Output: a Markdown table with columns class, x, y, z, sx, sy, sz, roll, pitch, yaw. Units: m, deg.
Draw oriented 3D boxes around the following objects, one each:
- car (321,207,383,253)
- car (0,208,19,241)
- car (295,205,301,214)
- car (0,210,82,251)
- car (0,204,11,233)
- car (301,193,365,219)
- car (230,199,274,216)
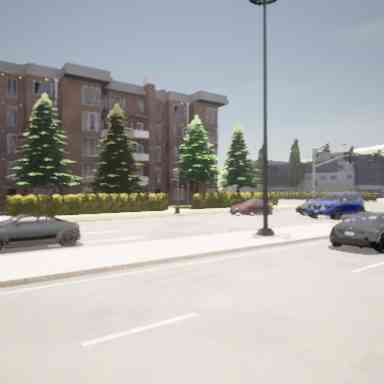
| class | x | y | z | sx | sy | sz | roll | pitch | yaw |
| --- | --- | --- | --- | --- | --- | --- | --- | --- | --- |
| car | 7.404 | 1.481 | 13.349 | 4.181 | 1.385 | 1.994 | 0 | 0 | -36 |
| car | -10.514 | 1.525 | 14.898 | 4.674 | 1.442 | 1.812 | 0 | 0 | -35 |
| car | 11.934 | 1.380 | 30.964 | 5.357 | 1.411 | 2.033 | 0 | 0 | -36 |
| car | -6.654 | 1.550 | 13.349 | 4.181 | 1.385 | 1.994 | 0 | 0 | -35 |
| car | -12.592 | 1.491 | 17.719 | 4.902 | 1.511 | 2.128 | -1 | 0 | -35 |
| car | 11.477 | 1.074 | 26.319 | 5.566 | 2.045 | 2.150 | 0 | 0 | -36 |
| car | 5.578 | 1.391 | 30.701 | 4.674 | 1.442 | 1.812 | 0 | 0 | -36 |
